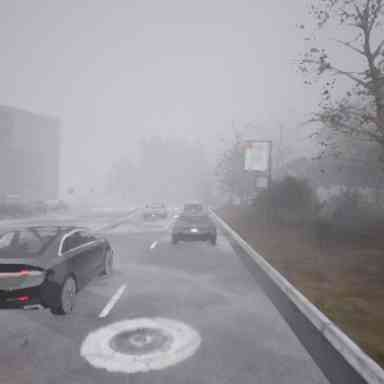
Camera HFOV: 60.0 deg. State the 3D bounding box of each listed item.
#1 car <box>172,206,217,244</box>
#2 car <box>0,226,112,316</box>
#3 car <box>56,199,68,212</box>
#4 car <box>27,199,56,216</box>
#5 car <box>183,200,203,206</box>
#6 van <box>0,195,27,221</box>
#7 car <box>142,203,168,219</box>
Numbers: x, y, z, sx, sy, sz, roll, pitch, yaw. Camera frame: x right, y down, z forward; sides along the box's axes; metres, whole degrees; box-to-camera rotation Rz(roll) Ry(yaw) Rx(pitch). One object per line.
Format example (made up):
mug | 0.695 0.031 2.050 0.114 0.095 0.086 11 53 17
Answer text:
car | 0.096 1.579 15.933 1.994 1.385 4.181 0 0 0
car | -3.152 1.499 7.486 2.128 1.511 4.902 0 0 0
car | -15.604 1.539 37.865 2.002 1.452 4.674 -2 0 0
car | -15.572 1.522 32.369 2.163 1.488 4.792 0 0 0
car | 0.094 1.509 33.703 1.882 1.535 5.008 0 0 0
van | -15.556 1.260 26.758 1.878 1.987 4.442 0 0 0
car | -3.154 1.628 29.542 1.895 1.301 4.718 0 0 0
